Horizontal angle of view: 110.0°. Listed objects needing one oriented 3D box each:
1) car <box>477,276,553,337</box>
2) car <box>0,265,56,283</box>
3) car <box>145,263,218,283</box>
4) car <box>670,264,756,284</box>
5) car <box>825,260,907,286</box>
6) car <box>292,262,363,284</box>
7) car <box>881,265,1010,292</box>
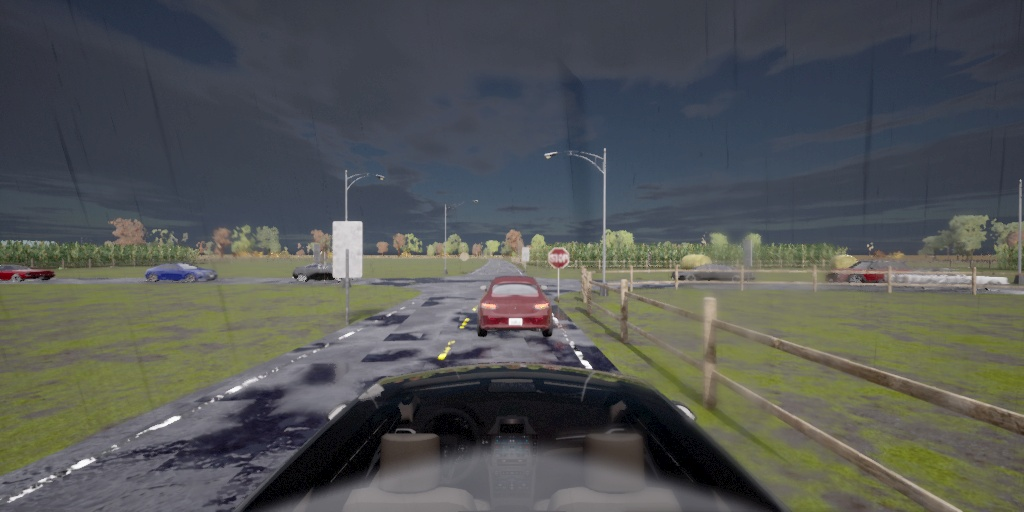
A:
[{"bbox_3d":[0.058,1.273,10.147,1.812,1.442,4.674,0,0,-1],"label":"car"},{"bbox_3d":[-37.939,1.329,27.168,4.718,1.301,1.895,0,0,-1],"label":"car"},{"bbox_3d":[-24.983,1.259,27.131,4.674,1.442,1.812,0,0,1],"label":"car"},{"bbox_3d":[14.581,1.291,26.208,5.357,1.411,2.033,0,0,10],"label":"car"},{"bbox_3d":[24.255,1.109,24.338,4.553,1.767,2.097,0,0,12],"label":"car"},{"bbox_3d":[-13.639,1.229,26.637,4.902,1.511,2.128,0,0,3],"label":"car"},{"bbox_3d":[25.471,1.377,21.116,4.718,1.301,1.895,0,0,12],"label":"car"}]
